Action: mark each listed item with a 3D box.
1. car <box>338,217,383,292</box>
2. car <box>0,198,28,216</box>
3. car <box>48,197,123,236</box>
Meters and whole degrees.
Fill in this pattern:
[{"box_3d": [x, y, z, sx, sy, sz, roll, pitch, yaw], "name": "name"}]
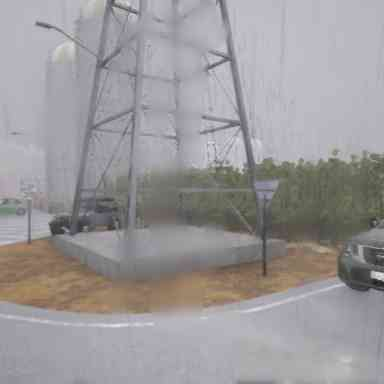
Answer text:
[{"box_3d": [5.793, 1.218, 7.789, 5.566, 2.045, 2.150, 0, 0, -34], "name": "car"}, {"box_3d": [-16.813, 1.345, 29.450, 3.988, 1.617, 1.851, 0, 0, -36], "name": "car"}, {"box_3d": [-5.232, 1.217, 16.992, 1.905, 1.878, 3.866, 0, 0, 24], "name": "car"}]
